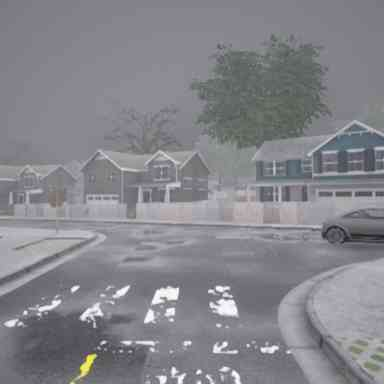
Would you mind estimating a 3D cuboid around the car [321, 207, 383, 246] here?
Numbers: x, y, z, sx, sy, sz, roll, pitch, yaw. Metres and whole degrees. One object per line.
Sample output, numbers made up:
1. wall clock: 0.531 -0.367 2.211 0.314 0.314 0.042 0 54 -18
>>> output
1. car: 6.953 1.260 12.165 4.181 1.385 1.994 -2 -2 35
